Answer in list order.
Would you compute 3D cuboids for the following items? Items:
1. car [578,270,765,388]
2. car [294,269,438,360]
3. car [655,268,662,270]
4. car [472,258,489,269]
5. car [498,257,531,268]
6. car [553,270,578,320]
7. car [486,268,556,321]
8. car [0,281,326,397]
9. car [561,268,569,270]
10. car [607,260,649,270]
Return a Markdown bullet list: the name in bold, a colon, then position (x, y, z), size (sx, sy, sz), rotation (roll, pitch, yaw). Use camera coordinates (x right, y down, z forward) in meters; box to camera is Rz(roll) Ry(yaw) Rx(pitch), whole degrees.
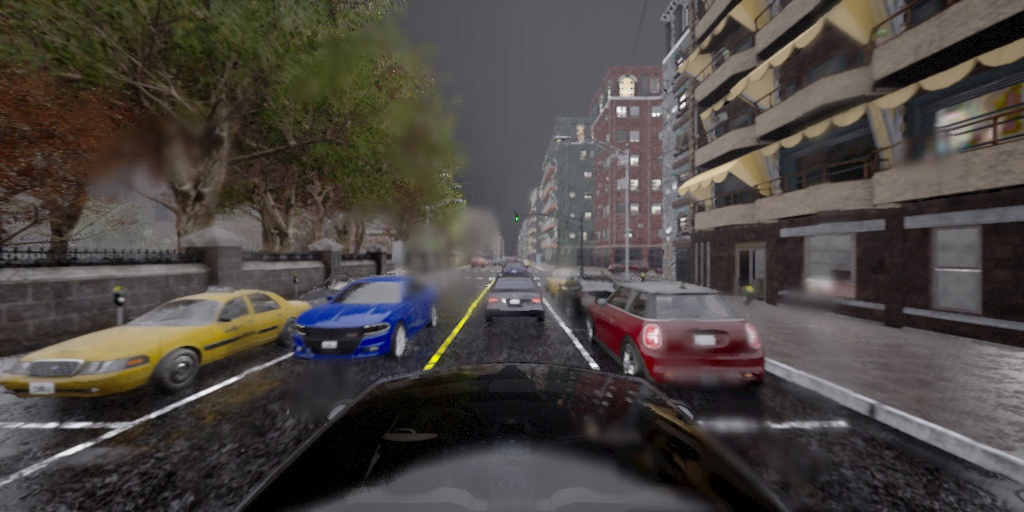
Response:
- **car**: position (2.691, 1.197, 6.923), size (1.967, 1.591, 4.097), rotation (0, 0, 0)
- **car**: position (-3.097, 1.238, 8.598), size (1.882, 1.535, 5.008), rotation (0, 0, 0)
- **car**: position (20.291, 1.751, 45.183), size (4.507, 1.381, 1.888), rotation (0, 0, 0)
- **car**: position (-5.693, 1.183, 61.749), size (2.192, 1.841, 5.009), rotation (0, 0, 0)
- **car**: position (0.314, 1.149, 28.863), size (2.097, 1.767, 4.553), rotation (0, 0, 4)
- **car**: position (2.691, 1.332, 12.554), size (1.948, 1.339, 4.313), rotation (0, 0, 0)
- **car**: position (0.100, 1.314, 12.428), size (2.033, 1.411, 5.357), rotation (0, 0, 0)
- **car**: position (-5.689, 1.283, 6.752), size (1.751, 1.417, 4.829), rotation (0, 0, 0)
- **car**: position (2.690, 1.302, 18.355), size (1.751, 1.417, 4.829), rotation (0, 0, 0)
- **car**: position (14.596, 1.418, 45.165), size (5.009, 1.841, 2.192), rotation (0, 0, 0)
